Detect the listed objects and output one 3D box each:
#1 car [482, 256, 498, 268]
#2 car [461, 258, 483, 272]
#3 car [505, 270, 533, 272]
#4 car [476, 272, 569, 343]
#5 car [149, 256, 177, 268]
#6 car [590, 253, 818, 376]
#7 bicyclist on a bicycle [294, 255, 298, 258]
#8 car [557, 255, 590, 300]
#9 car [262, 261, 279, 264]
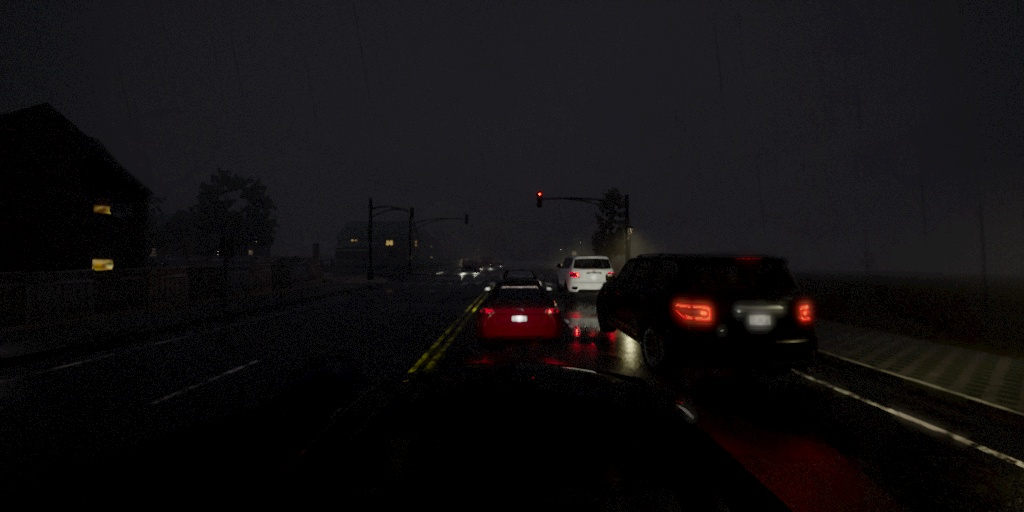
[{"bbox_3d":[-4.350,1.065,63.377,2.150,2.045,5.566,0,-1,4],"label":"car"},{"bbox_3d":[-5.366,1.281,46.986,1.882,1.535,5.008,0,0,3],"label":"car"},{"bbox_3d":[0.330,1.358,18.507,1.895,1.301,4.718,0,0,-3],"label":"car"},{"bbox_3d":[0.172,1.316,9.697,1.994,1.385,4.181,0,0,0],"label":"car"},{"bbox_3d":[-37.965,0.693,38.007,5.357,1.411,2.033,1,-1,16],"label":"car"},{"bbox_3d":[3.398,0.972,7.578,2.150,2.045,5.566,0,0,0],"label":"car"},{"bbox_3d":[-24.217,0.767,40.265,0.582,1.620,1.656,1,-1,16],"label":"bicyclist on a bicycle"},{"bbox_3d":[3.542,0.977,17.936,2.150,2.045,5.566,0,0,1],"label":"car"},{"bbox_3d":[-20.886,0.924,33.249,4.892,1.490,1.837,2,-1,16],"label":"car"}]
